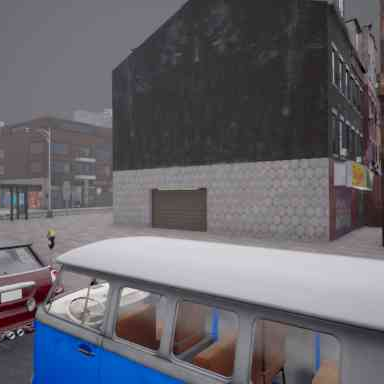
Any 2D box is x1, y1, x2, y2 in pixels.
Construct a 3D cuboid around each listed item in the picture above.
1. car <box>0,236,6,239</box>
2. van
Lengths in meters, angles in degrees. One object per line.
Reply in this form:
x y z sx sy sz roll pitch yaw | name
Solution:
-4.043 1.442 5.659 4.097 1.590 1.967 0 0 35 | car
0.402 1.341 2.527 3.998 1.788 1.690 0 0 35 | van
